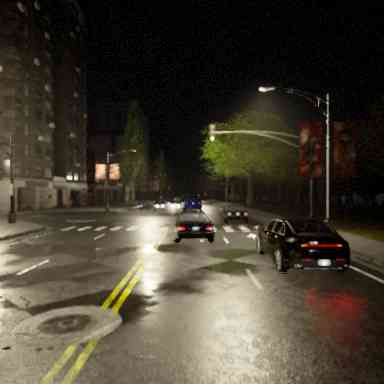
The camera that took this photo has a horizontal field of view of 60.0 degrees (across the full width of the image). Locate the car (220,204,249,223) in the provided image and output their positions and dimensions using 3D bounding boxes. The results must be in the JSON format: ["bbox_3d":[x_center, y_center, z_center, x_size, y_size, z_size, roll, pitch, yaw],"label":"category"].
[{"bbox_3d":[3.384,1.689,27.018,2.033,1.411,5.357,0,0,0],"label":"car"}]

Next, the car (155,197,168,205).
[{"bbox_3d":[-6.418,1.873,67.723,2.128,1.511,4.902,0,0,0],"label":"car"}]

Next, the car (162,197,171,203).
[{"bbox_3d":[-6.397,1.927,83.111,1.882,1.535,5.008,0,0,0],"label":"car"}]

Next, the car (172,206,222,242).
[{"bbox_3d":[-0.007,1.637,16.878,2.033,1.411,5.357,0,0,-4],"label":"car"}]

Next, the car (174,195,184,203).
[{"bbox_3d":[-3.148,1.674,83.080,2.150,2.045,5.566,0,0,0],"label":"car"}]

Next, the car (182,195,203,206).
[{"bbox_3d":[0.153,1.442,42.292,2.150,2.045,5.566,0,0,0],"label":"car"}]

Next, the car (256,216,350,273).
[{"bbox_3d":[3.364,1.562,10.866,1.837,1.490,4.892,0,0,0],"label":"car"}]

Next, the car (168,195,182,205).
[{"bbox_3d":[-3.169,1.873,67.719,2.128,1.511,4.902,0,0,0],"label":"car"}]
